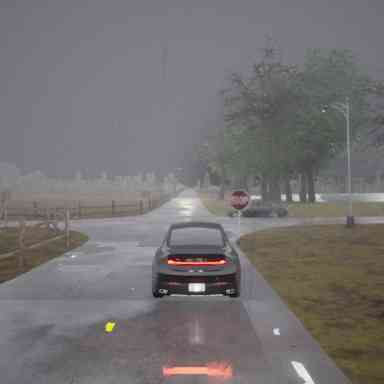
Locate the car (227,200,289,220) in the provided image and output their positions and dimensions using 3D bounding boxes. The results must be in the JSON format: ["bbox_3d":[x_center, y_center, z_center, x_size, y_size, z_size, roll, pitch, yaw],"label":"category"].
[{"bbox_3d":[5.213,1.448,26.698,4.892,1.490,1.837,-1,0,17],"label":"car"}]

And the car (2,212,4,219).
[{"bbox_3d":[-15.431,1.486,22.611,4.902,1.511,2.128,0,-1,1],"label":"car"}]

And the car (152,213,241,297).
[{"bbox_3d":[0.095,1.505,8.532,1.837,1.490,4.892,0,0,0],"label":"car"}]
